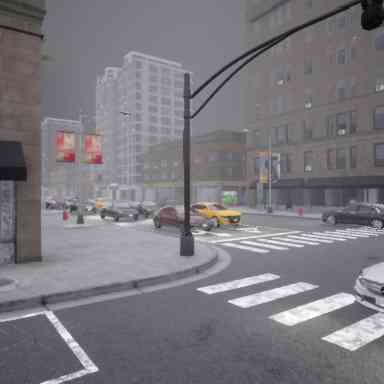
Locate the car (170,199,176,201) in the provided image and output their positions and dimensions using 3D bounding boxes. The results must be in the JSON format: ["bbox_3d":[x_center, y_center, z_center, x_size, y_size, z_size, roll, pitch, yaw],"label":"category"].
[{"bbox_3d":[-3.159,1.487,40.036,2.033,1.411,5.357,0,0,-36],"label":"car"}]

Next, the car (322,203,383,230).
[{"bbox_3d":[10.632,1.483,20.930,1.837,1.490,4.892,0,0,-36],"label":"car"}]

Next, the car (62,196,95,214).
[{"bbox_3d":[-11.433,1.443,34.509,2.128,1.511,4.902,0,0,-36],"label":"car"}]

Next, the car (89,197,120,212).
[{"bbox_3d":[-10.136,1.422,38.272,1.882,1.535,5.008,0,0,-36],"label":"car"}]

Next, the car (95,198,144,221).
[{"bbox_3d":[-5.988,1.491,26.975,1.812,1.442,4.674,0,0,-36],"label":"car"}]

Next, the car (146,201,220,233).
[{"bbox_3d":[-0.667,1.505,19.601,1.812,1.442,4.674,0,0,-35],"label":"car"}]

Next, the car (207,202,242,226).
[{"bbox_3d":[1.244,1.451,22.488,1.882,1.535,5.008,0,0,-35],"label":"car"}]

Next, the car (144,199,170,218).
[{"bbox_3d":[-4.199,1.485,30.051,1.812,1.442,4.674,0,0,-36],"label":"car"}]

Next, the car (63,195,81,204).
[{"bbox_3d":[-21.711,1.407,60.187,1.837,1.490,4.892,0,0,-36],"label":"car"}]

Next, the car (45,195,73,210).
[{"bbox_3d":[-17.429,1.288,42.874,2.097,1.767,4.553,0,0,-35],"label":"car"}]

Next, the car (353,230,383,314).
[{"bbox_3d":[5.266,1.529,6.241,4.674,1.442,1.812,0,-1,-22],"label":"car"}]
